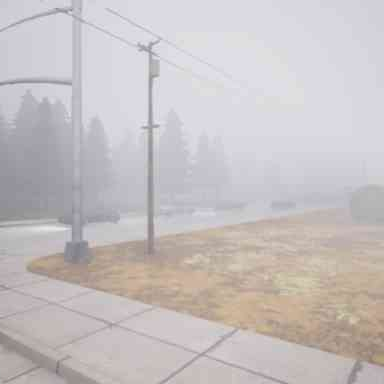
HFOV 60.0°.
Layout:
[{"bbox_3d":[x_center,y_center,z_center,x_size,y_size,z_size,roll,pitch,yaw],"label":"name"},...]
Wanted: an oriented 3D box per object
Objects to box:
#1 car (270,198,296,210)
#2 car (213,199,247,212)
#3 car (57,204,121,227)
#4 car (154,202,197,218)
[{"bbox_3d":[11.146,1.409,40.761,1.812,1.442,4.674,0,0,36],"label":"car"},{"bbox_3d":[4.316,1.499,37.735,1.895,1.301,4.718,0,0,37],"label":"car"},{"bbox_3d":[-6.914,1.520,22.611,1.994,1.385,4.181,0,0,37],"label":"car"},{"bbox_3d":[-1.652,1.530,29.708,1.895,1.301,4.718,0,0,37],"label":"car"}]
